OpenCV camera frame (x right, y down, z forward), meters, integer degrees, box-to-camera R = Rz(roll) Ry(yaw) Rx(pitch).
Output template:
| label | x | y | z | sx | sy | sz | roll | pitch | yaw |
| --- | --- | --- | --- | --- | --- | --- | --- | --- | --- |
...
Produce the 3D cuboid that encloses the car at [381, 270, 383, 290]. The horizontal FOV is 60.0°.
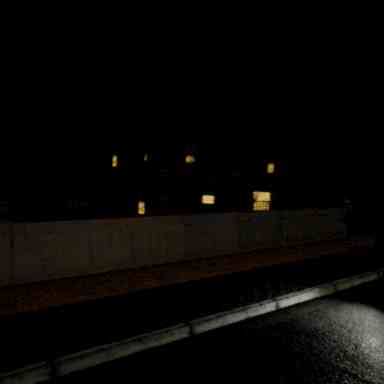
| label | x | y | z | sx | sy | sz | roll | pitch | yaw |
| --- | --- | --- | --- | --- | --- | --- | --- | --- | --- |
| car | 6.081 | 1.533 | 7.396 | 4.674 | 1.442 | 1.812 | 0 | 0 | -36 |
